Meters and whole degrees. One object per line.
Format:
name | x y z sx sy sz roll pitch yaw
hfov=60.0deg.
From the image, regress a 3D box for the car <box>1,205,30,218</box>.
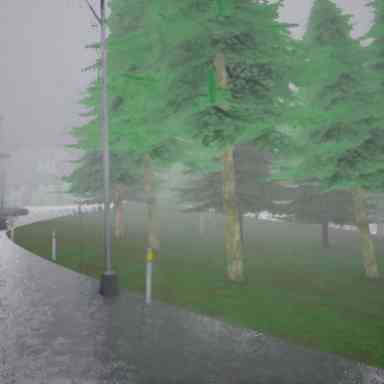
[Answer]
car | -22.432 2.428 42.351 2.128 1.511 4.902 -2 -1 -3
